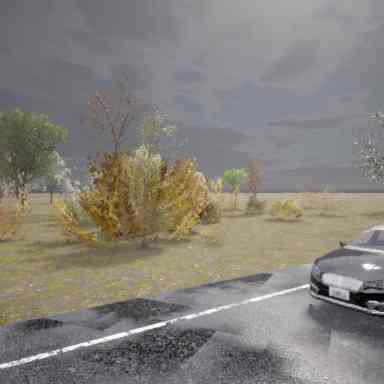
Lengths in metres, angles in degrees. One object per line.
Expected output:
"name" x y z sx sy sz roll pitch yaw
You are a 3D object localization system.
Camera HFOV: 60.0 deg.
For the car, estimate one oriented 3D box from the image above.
"car" 4.561 1.491 7.185 4.902 1.511 2.128 0 0 -35
